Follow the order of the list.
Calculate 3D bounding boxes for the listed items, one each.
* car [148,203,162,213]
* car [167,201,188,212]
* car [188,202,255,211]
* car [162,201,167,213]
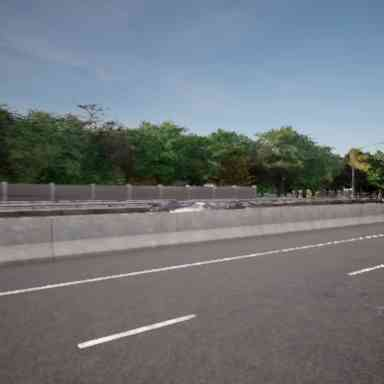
[{"bbox_3d":[-2.197,1.581,32.511,4.181,1.385,1.994,0,0,-35],"label":"car"},{"bbox_3d":[0.697,1.542,25.986,4.674,1.442,1.812,0,0,-35],"label":"car"},{"bbox_3d":[2.403,1.520,22.904,4.892,1.490,1.837,0,0,-35],"label":"car"},{"bbox_3d":[-0.147,1.581,29.678,4.181,1.385,1.994,0,0,-35],"label":"car"}]
